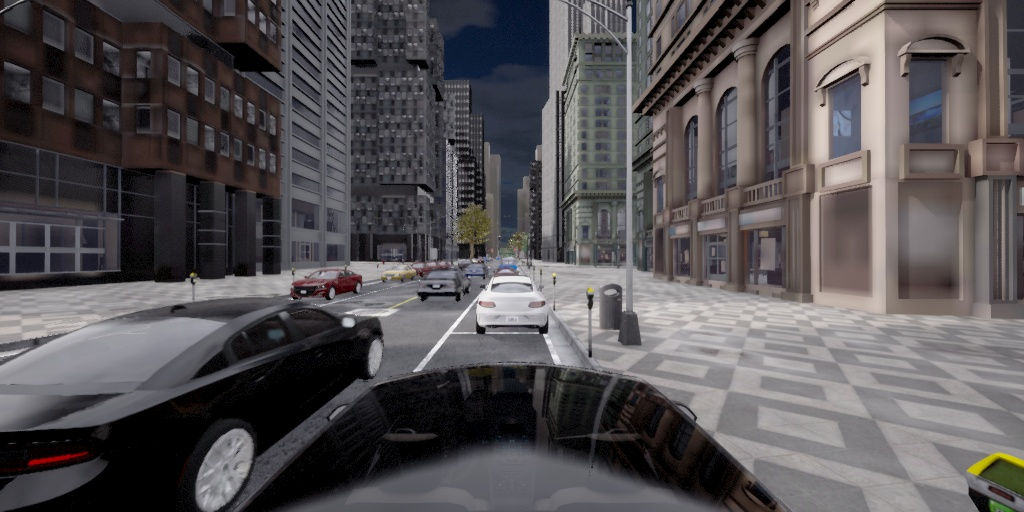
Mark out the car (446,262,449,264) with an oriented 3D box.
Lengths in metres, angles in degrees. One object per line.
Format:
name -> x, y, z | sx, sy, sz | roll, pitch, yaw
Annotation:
car -> -8.925, 1.300, 45.205 | 1.888, 1.381, 4.507 | 0, 0, 0

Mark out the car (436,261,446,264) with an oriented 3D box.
car -> -8.923, 1.299, 39.680 | 1.888, 1.381, 4.507 | 0, 0, 0

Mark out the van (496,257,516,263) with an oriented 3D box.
van -> -0.371, 1.094, 34.137 | 1.690, 1.789, 3.998 | 0, 0, 0

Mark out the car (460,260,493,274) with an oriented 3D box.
car -> -3.135, 1.301, 32.441 | 2.033, 1.411, 5.357 | 0, 0, 0

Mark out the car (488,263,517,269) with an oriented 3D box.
car -> -0.373, 1.334, 23.087 | 1.802, 1.307, 4.207 | 0, 0, 0

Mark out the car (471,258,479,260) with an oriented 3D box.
car -> -6.156, 1.304, 48.443 | 2.033, 1.411, 5.357 | 0, 0, 0

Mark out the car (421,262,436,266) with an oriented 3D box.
car -> -8.922, 1.298, 34.154 | 1.888, 1.381, 4.507 | 0, 0, 0

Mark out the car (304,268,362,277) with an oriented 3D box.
car -> -8.919, 1.296, 17.578 | 1.888, 1.381, 4.507 | 0, 0, 0

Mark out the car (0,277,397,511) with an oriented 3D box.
car -> -3.146, 1.227, 4.209 | 1.882, 1.535, 5.008 | 0, 0, 0

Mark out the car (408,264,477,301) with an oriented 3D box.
car -> -3.134, 1.299, 17.428 | 2.033, 1.411, 5.357 | 0, 0, 0

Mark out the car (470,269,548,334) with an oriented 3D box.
car -> 0.003, 1.276, 10.500 | 1.812, 1.442, 4.674 | 0, 0, 0

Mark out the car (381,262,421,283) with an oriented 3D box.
car -> -8.921, 1.278, 28.459 | 1.751, 1.417, 4.829 | 0, 0, 0
